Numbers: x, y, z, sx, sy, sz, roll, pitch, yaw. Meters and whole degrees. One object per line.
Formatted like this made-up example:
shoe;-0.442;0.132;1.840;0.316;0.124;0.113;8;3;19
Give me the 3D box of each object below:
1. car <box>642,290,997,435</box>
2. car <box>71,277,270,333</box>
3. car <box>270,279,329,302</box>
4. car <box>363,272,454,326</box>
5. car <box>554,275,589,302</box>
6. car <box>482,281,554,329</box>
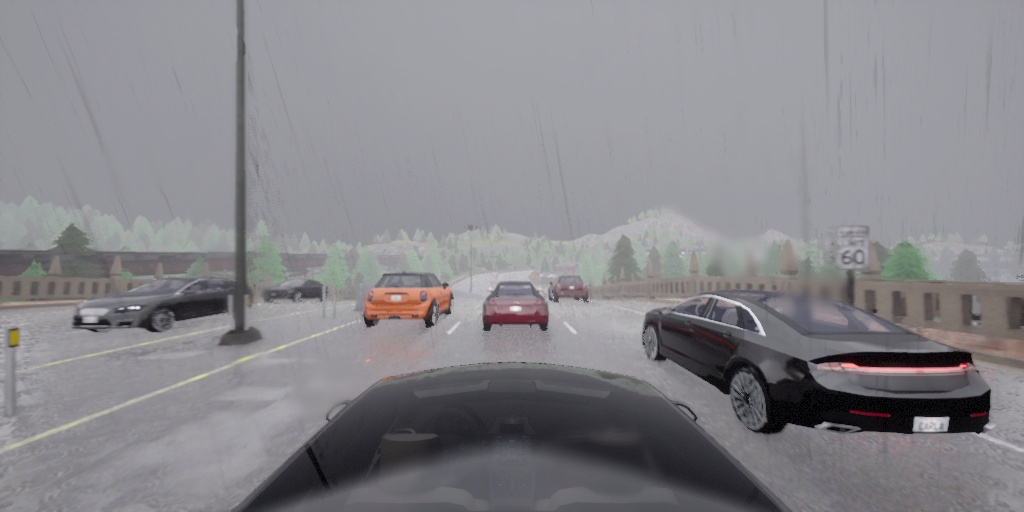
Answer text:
car;3.600;1.269;5.509;2.128;1.511;4.902;0;-1;0
car;-10.595;1.436;11.472;2.128;1.511;4.902;0;-2;0
car;-14.088;2.232;23.707;1.882;1.535;5.008;0;-5;0
car;-3.398;1.346;12.649;2.097;1.767;4.553;0;-3;0
car;3.605;2.103;23.699;2.097;1.767;4.553;0;-5;0
car;0.102;1.529;12.006;1.994;1.385;4.181;0;-2;0
